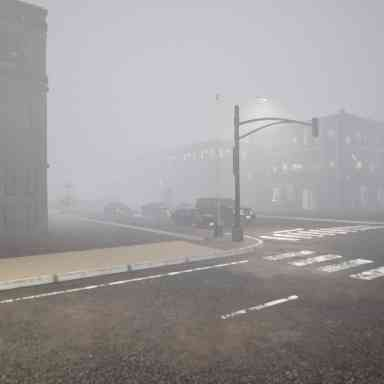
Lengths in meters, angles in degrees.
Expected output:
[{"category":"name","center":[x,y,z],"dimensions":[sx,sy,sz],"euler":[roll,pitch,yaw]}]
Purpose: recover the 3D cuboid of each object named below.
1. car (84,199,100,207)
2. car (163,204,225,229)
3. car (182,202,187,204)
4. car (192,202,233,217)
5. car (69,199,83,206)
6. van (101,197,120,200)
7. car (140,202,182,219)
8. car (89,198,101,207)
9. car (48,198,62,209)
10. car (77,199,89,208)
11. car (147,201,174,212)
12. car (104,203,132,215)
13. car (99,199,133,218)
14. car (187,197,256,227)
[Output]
[{"category":"car","center":[-20.288,2.227,67.408],"dimensions":[1.887,1.381,4.507],"euler":[-1,0,-35]},{"category":"car","center":[0.034,1.814,24.088],"dimensions":[1.947,1.339,4.313],"euler":[-1,0,-35]},{"category":"car","center":[-1.066,1.904,40.327],"dimensions":[1.802,1.307,4.206],"euler":[-2,0,-35]},{"category":"car","center":[2.138,1.809,35.812],"dimensions":[2.008,1.369,4.403],"euler":[-2,0,-35]},{"category":"car","center":[-26.695,2.364,76.436],"dimensions":[1.947,1.339,4.313],"euler":[-1,0,-35]},{"category":"van","center":[-13.885,1.907,58.381],"dimensions":[1.690,1.788,3.998],"euler":[-1,0,-35]},{"category":"car","center":[-3.564,1.828,33.859],"dimensions":[2.128,1.511,4.902],"euler":[-1,0,-35]},{"category":"car","center":[-17.090,1.940,62.894],"dimensions":[2.192,1.841,5.009],"euler":[-1,0,-35]},{"category":"car","center":[-23.819,2.233,57.904],"dimensions":[1.752,1.417,4.829],"euler":[-1,0,-35]},{"category":"car","center":[-20.187,2.195,62.822],"dimensions":[1.812,1.442,4.674],"euler":[-1,0,-35]},{"category":"car","center":[-4.268,1.966,44.840],"dimensions":[1.802,1.307,4.206],"euler":[-2,0,-35]},{"category":"car","center":[-9.450,2.052,42.169],"dimensions":[1.895,1.301,4.718],"euler":[-1,0,-35]},{"category":"car","center":[-7.901,1.846,35.474],"dimensions":[1.967,1.590,4.097],"euler":[-1,0,-35]},{"category":"car","center":[2.340,1.442,25.531],"dimensions":[2.150,2.045,5.566],"euler":[-1,0,-35]}]
